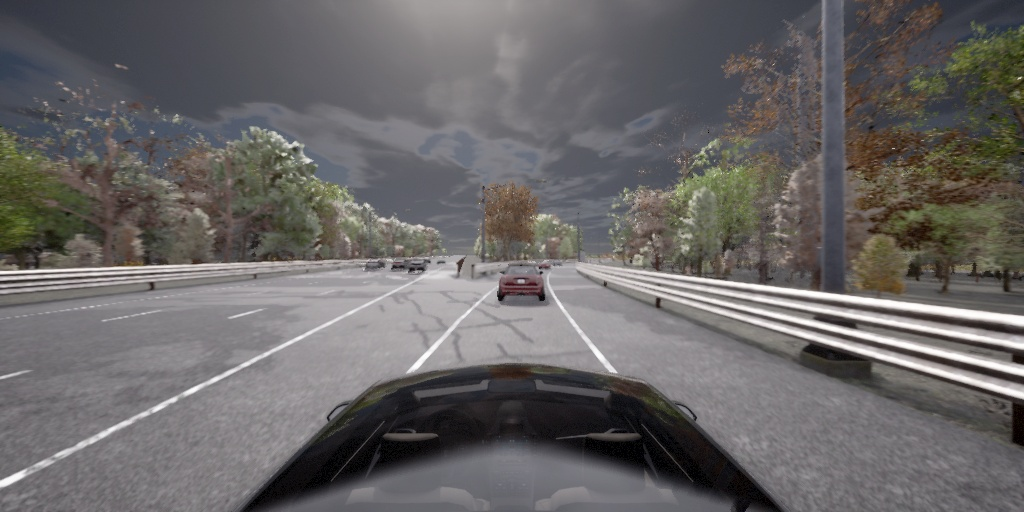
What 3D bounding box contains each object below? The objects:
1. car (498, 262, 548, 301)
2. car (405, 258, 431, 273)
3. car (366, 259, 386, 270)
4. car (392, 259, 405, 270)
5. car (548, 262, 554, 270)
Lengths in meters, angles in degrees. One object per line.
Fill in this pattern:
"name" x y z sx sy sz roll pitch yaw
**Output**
"car" 0.514 1.157 18.043 2.097 1.767 4.553 0 0 3
"car" -11.110 1.220 42.792 1.837 1.490 4.892 0 0 -7
"car" -19.128 1.199 50.387 2.128 1.511 4.902 0 0 -7
"car" -15.600 1.213 50.393 1.837 1.490 4.892 0 0 -7
"car" 5.542 1.596 60.378 1.895 1.301 4.718 0 0 11
